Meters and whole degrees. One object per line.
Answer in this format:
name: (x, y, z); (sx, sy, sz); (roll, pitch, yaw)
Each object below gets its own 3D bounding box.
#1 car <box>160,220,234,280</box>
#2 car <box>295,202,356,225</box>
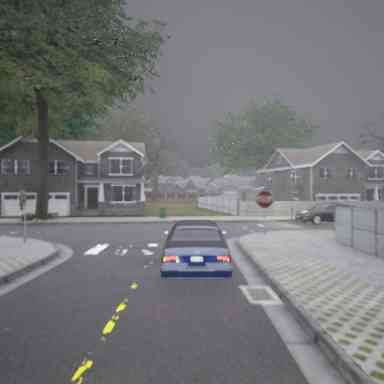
car: (0.105, 1.546, 9.943); (2.033, 1.411, 5.357); (0, 0, 0)
car: (9.871, 1.540, 24.077); (4.892, 1.490, 1.837); (0, 0, -12)
